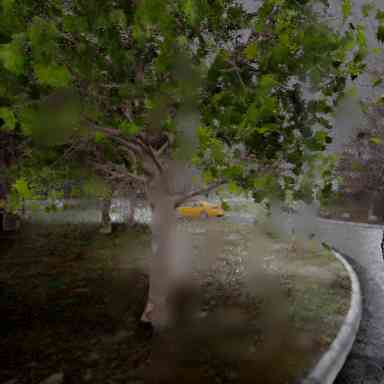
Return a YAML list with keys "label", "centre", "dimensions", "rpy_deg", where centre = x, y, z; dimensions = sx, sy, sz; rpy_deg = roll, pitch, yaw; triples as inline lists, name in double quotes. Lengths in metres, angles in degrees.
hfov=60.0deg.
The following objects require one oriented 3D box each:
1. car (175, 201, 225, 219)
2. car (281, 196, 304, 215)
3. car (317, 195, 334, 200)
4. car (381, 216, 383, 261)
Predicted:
- label: "car"
  centre: [0.562, 1.544, 29.499]
  dimensions: [5.008, 1.535, 1.882]
  rpy_deg: [0, -1, 42]
- label: "car"
  centre: [10.145, 1.493, 33.823]
  dimensions: [1.812, 1.442, 4.674]
  rpy_deg: [-1, 1, 22]
- label: "car"
  centre: [21.215, 0.443, 52.649]
  dimensions: [1.994, 1.385, 4.181]
  rpy_deg: [0, 3, 36]
- label: "car"
  centre: [6.298, 1.234, 8.362]
  dimensions: [2.150, 2.045, 5.566]
  rpy_deg: [0, 0, 24]
